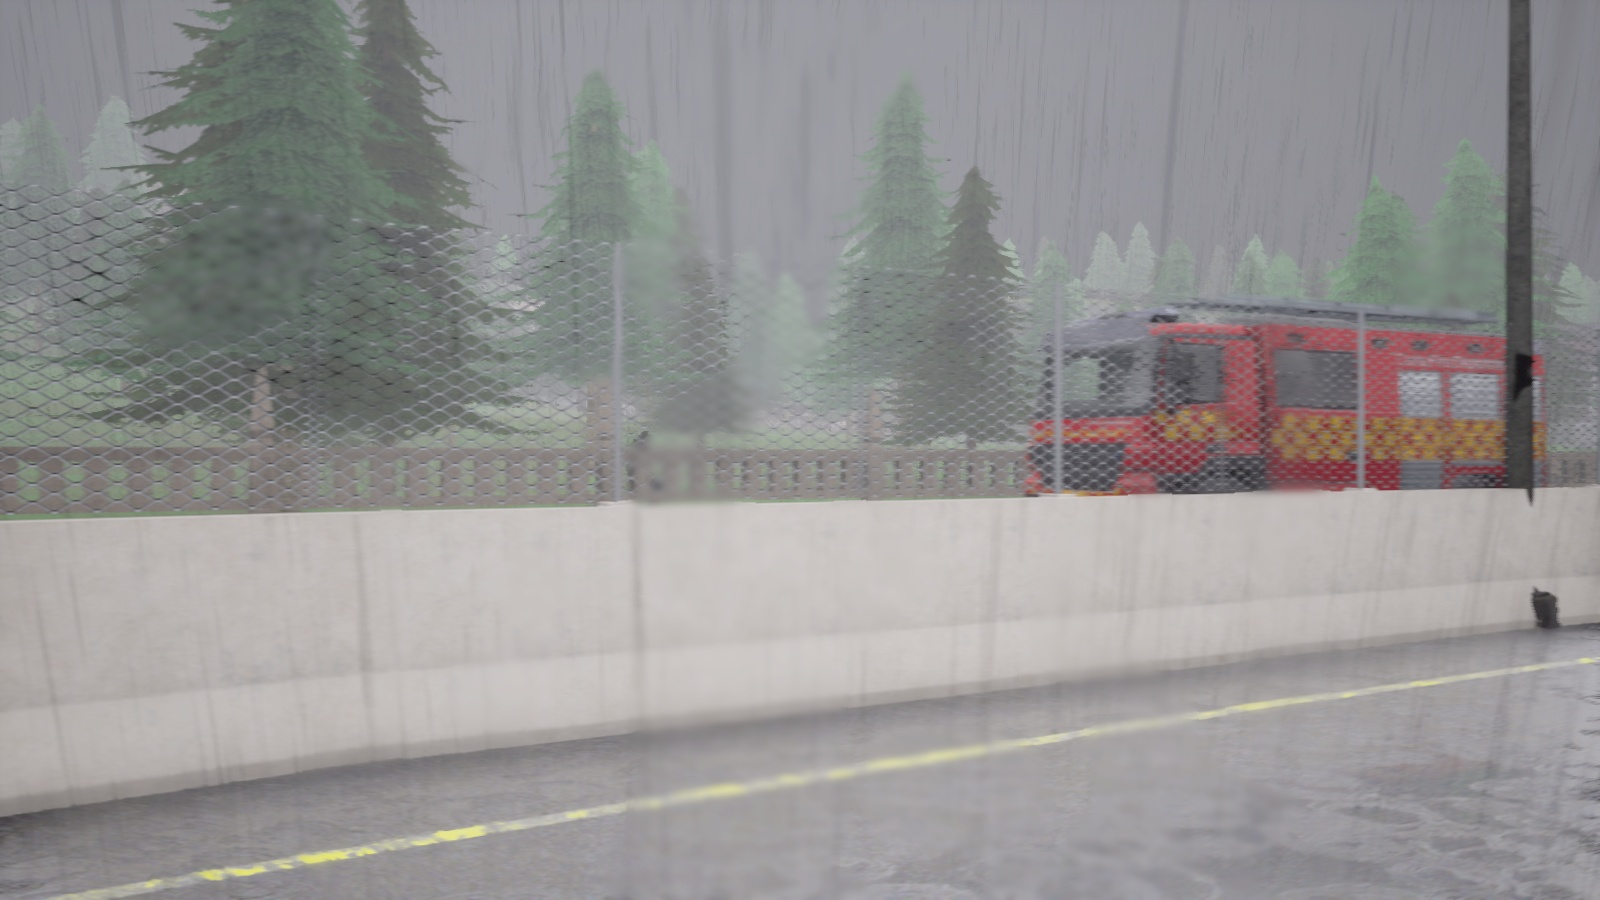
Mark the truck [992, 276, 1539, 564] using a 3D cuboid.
[{"bbox_3d":[7.410,-0.394,19.739,8.468,3.827,2.891,0,0,-24],"label":"truck"}]

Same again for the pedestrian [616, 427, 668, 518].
[{"bbox_3d":[-3.290,0.461,26.134,0.899,1.844,0.634,0,0,-30],"label":"pedestrian"}]
